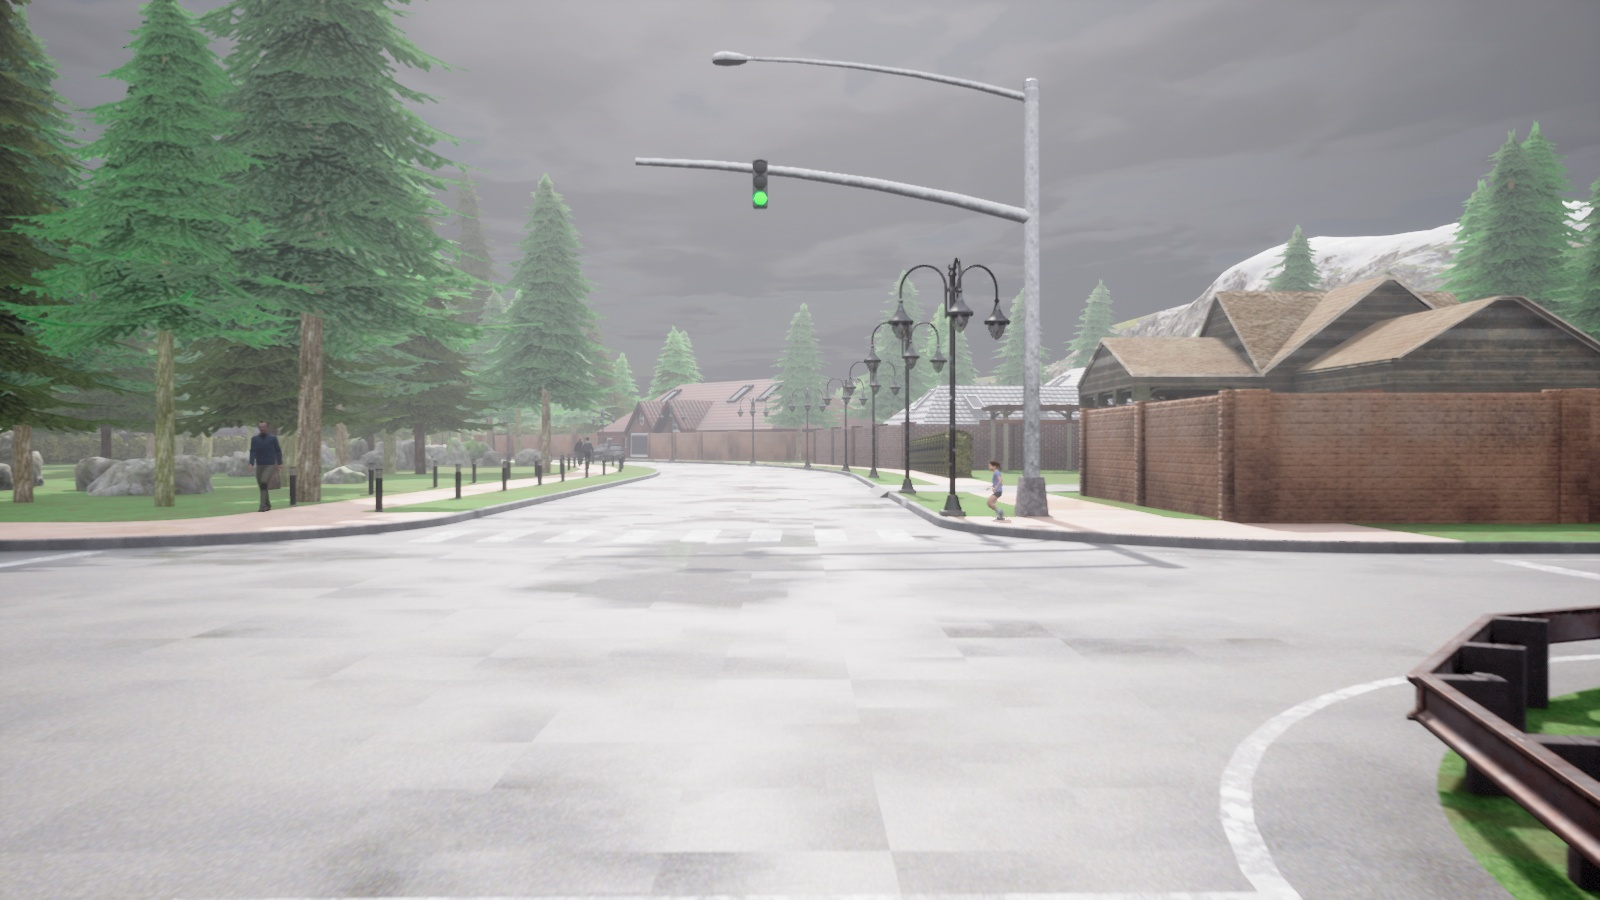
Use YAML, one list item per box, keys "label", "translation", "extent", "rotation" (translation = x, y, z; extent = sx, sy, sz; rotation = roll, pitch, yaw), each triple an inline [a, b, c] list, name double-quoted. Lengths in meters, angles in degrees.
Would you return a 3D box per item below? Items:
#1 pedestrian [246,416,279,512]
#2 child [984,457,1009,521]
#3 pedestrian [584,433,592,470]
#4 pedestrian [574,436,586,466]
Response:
- label: "pedestrian"
  translation: [-10.438, 0.264, 24.378]
  extent: [0.402, 1.842, 0.726]
  rotation: [0, 0, -7]
- label: "child"
  translation: [3.392, 0.670, 21.713]
  extent: [0.394, 1.110, 0.255]
  rotation: [0, 0, -1]
- label: "pedestrian"
  translation: [-11.494, 0.085, 67.981]
  extent: [0.423, 1.949, 0.788]
  rotation: [0, 0, -9]
- label: "pedestrian"
  translation: [-13.523, 0.045, 77.189]
  extent: [0.634, 1.844, 0.899]
  rotation: [0, 0, -16]
